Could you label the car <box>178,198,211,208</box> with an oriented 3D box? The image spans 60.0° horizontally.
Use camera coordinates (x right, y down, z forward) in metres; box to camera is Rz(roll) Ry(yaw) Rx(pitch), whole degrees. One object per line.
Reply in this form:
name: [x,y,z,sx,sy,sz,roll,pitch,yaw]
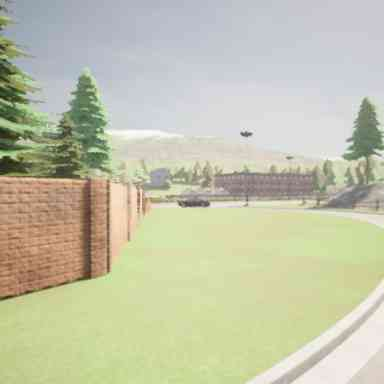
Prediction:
car: [0.335,1.651,50.973,5.008,1.535,1.882,0,0,14]
